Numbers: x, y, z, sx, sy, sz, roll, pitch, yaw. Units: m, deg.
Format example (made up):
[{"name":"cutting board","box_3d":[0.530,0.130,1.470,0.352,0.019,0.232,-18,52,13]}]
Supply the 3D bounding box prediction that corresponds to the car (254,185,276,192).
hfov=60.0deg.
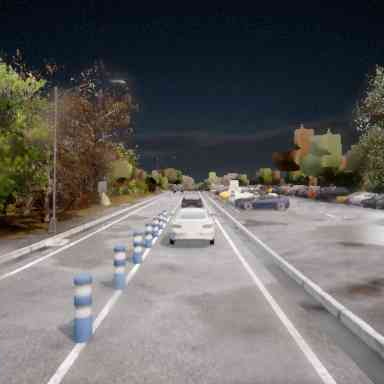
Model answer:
[{"name":"car","box_3d":[20.367,-0.929,92.433,5.566,2.045,2.435,0,1,0]}]

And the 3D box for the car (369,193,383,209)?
[{"name":"car","box_3d":[19.913,0.840,31.525,4.553,1.767,2.185,0,2,0]}]

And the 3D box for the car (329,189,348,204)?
[{"name":"car","box_3d":[19.765,0.698,39.712,5.366,1.575,1.946,0,2,0]}]

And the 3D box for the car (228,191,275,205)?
[{"name":"car","box_3d":[7.057,0.702,39.838,5.366,1.575,1.946,0,2,0]}]

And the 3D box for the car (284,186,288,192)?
[{"name":"car","box_3d":[20.143,0.045,61.851,5.008,1.535,2.097,0,1,0]}]

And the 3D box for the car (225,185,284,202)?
[{"name":"car","box_3d":[6.876,0.544,37.056,5.566,2.045,2.435,0,2,0]}]

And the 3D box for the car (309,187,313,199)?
[{"name":"car","box_3d":[19.992,0.463,48.016,4.792,1.488,2.163,0,2,0]}]

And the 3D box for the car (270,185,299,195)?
[{"name":"car","box_3d":[20.202,-0.468,72.922,5.566,2.045,2.435,0,1,0]}]

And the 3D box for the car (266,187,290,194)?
[{"name":"car","box_3d":[20.272,-0.348,78.467,5.008,1.535,2.097,0,1,0]}]

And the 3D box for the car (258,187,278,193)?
[{"name":"car","box_3d":[20.365,-0.609,89.545,5.008,1.535,2.097,0,1,0]}]

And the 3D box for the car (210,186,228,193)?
[{"name":"car","box_3d":[7.261,-0.733,89.778,4.553,1.767,2.185,0,1,0]}]

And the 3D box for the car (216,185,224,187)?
[{"name":"car","box_3d":[7.066,-0.010,59.252,4.553,1.767,2.185,0,1,0]}]

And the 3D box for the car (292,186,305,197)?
[{"name":"car","box_3d":[20.120,0.214,56.316,4.792,1.488,2.163,0,1,0]}]

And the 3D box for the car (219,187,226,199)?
[{"name":"car","box_3d":[6.733,0.523,45.390,5.366,1.575,1.946,0,2,0]}]

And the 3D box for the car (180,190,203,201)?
[{"name":"car","box_3d":[0.000,0.918,29.681,1.882,1.535,5.008,0,2,0]}]

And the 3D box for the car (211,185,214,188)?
[{"name":"car","box_3d":[7.123,-0.185,73.130,4.792,1.488,2.163,0,1,0]}]

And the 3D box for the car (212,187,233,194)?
[{"name":"car","box_3d":[7.205,-0.344,78.680,4.892,1.521,2.231,0,1,0]}]

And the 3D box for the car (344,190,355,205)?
[{"name":"car","box_3d":[19.925,0.831,36.943,4.674,1.452,2.002,0,2,0]}]

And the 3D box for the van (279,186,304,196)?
[{"name":"van","box_3d":[20.067,-0.312,67.385,4.442,1.987,1.878,0,1,0]}]

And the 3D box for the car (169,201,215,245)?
[{"name":"car","box_3d":[0.000,1.378,14.652,1.812,1.442,4.674,0,1,0]}]

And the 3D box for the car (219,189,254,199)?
[{"name":"car","box_3d":[7.174,0.262,53.709,5.366,1.575,1.946,0,2,0]}]

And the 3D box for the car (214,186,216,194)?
[{"name":"car","box_3d":[7.088,0.078,62.028,4.792,1.488,2.163,0,1,0]}]

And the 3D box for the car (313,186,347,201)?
[{"name":"car","box_3d":[20.026,0.271,45.239,5.566,2.045,2.435,0,2,0]}]

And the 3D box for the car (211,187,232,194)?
[{"name":"car","box_3d":[7.216,-0.410,81.455,4.892,1.521,2.231,0,1,0]}]

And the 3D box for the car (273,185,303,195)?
[{"name":"car","box_3d":[20.179,-0.403,70.152,5.566,2.045,2.435,0,1,0]}]

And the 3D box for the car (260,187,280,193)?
[{"name":"car","box_3d":[20.345,-0.504,86.775,4.674,1.452,2.002,0,1,0]}]

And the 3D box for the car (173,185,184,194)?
[{"name":"car","box_3d":[-3.086,-0.642,77.281,2.150,2.045,5.566,0,1,0]}]

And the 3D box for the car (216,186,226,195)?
[{"name":"car","box_3d":[6.781,0.342,51.060,5.366,1.575,1.946,0,2,0]}]

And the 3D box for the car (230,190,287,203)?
[{"name":"car","box_3d":[6.830,0.885,34.290,5.008,1.535,2.097,0,2,0]}]

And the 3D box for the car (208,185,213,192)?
[{"name":"car","box_3d":[6.990,-0.283,75.906,5.366,1.575,1.946,0,1,0]}]

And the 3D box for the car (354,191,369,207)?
[{"name":"car","box_3d":[19.875,0.910,34.174,4.792,1.488,2.163,0,2,0]}]

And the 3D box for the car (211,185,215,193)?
[{"name":"car","box_3d":[7.100,-0.119,70.355,4.792,1.488,2.163,0,1,0]}]

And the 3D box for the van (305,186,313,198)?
[{"name":"van","box_3d":[20.162,0.116,50.899,4.442,1.987,1.878,0,2,0]}]

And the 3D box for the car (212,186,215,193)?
[{"name":"car","box_3d":[7.076,-0.054,67.579,4.792,1.488,2.163,0,1,0]}]

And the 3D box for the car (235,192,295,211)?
[{"name":"car","box_3d":[6.772,1.004,31.517,4.792,1.488,2.163,0,2,0]}]

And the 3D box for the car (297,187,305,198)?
[{"name":"car","box_3d":[20.097,0.288,53.678,4.792,1.488,2.163,0,2,1]}]

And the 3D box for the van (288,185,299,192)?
[{"name":"van","box_3d":[20.005,-0.112,59.061,4.442,1.987,1.878,0,1,0]}]

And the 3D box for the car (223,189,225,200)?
[{"name":"car","box_3d":[6.901,0.617,42.615,4.892,1.521,2.231,0,2,0]}]

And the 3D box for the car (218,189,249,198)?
[{"name":"car","box_3d":[7.006,0.189,56.477,4.892,1.521,2.231,0,2,0]}]

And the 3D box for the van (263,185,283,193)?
[{"name":"van","box_3d":[20.442,-0.707,84.125,4.442,1.987,1.878,0,1,0]}]
